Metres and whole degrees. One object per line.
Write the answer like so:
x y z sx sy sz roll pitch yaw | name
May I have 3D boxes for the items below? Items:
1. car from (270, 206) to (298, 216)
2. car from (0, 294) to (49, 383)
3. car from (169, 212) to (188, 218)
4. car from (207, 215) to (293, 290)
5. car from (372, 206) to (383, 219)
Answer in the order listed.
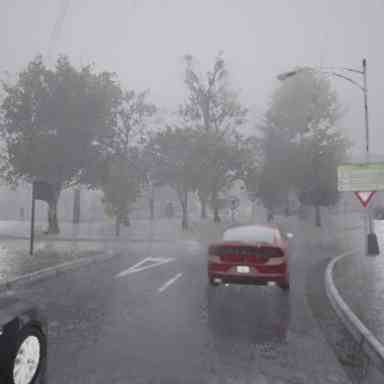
17.626 3.723 64.028 5.566 2.045 2.150 -4 -7 43 | car
-2.827 1.516 2.335 1.837 1.490 4.892 0 0 3 | car
-4.466 6.799 93.192 4.892 1.521 2.231 0 -5 -11 | car
1.800 1.595 9.446 1.882 1.535 5.008 -1 -3 17 | car
22.526 2.380 38.779 2.128 1.511 4.902 -1 -3 14 | car
